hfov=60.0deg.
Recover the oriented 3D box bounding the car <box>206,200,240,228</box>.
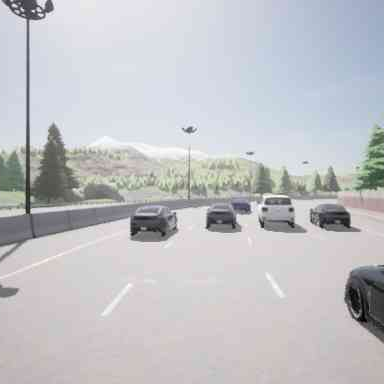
[{"bbox_3d":[2.061,1.527,22.188,1.837,1.490,4.892,0,0,9],"label":"car"}]

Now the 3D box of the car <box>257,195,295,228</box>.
[{"bbox_3d":[5.704,1.246,22.880,2.150,2.045,5.566,0,0,10],"label":"car"}]

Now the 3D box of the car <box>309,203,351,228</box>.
[{"bbox_3d":[9.176,1.529,22.356,1.837,1.490,4.892,0,0,10],"label":"car"}]

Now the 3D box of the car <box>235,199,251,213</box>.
[{"bbox_3d":[5.602,1.517,37.810,1.882,1.535,5.008,0,0,16],"label":"car"}]

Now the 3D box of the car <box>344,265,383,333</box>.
[{"bbox_3d":[3.789,1.569,4.543,1.994,1.385,4.181,0,0,2],"label":"car"}]

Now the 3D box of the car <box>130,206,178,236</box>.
[{"bbox_3d":[-2.030,1.524,18.592,1.837,1.490,4.892,0,0,7],"label":"car"}]
